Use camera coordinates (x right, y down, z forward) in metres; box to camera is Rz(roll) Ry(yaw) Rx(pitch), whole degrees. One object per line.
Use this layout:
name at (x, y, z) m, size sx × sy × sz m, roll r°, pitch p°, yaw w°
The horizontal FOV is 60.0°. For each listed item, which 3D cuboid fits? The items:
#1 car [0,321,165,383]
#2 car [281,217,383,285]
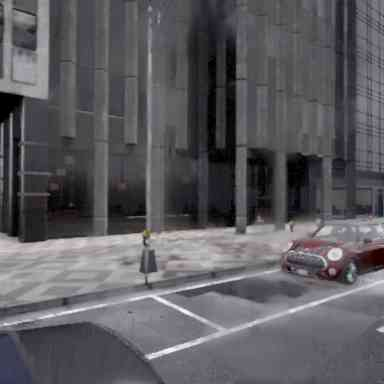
car at (-2.587, 1.559, 1.432) m, size 5.357 × 1.411 × 2.033 m, roll 1°, pitch -1°, yaw -37°
car at (4.505, 1.597, 9.914) m, size 4.097 × 1.590 × 1.967 m, roll 1°, pitch -1°, yaw -37°
